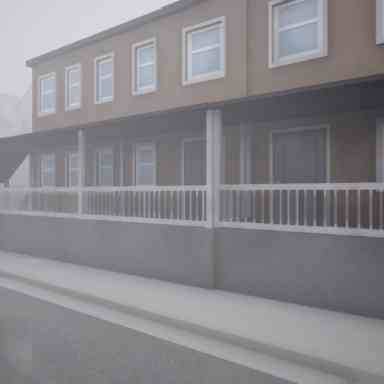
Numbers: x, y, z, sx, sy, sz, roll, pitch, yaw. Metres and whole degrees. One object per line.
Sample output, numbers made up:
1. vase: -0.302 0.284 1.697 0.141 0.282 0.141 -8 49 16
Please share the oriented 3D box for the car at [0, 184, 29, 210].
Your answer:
1. car: -15.333 0.793 26.990 2.150 2.045 5.566 0 13 34
